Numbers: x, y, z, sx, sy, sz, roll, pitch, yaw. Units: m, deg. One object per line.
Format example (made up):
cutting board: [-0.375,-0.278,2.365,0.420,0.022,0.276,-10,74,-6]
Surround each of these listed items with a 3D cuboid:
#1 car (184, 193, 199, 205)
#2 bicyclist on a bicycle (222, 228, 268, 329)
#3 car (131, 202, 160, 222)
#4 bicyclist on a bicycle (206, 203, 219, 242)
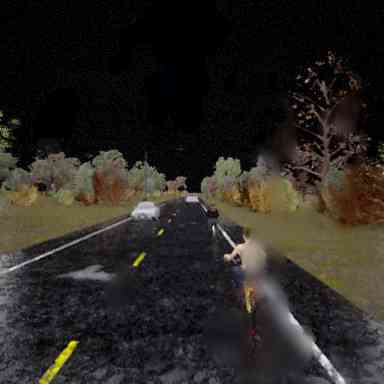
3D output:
car: [0.040,1.257,61.924,2.150,2.045,5.566,0,0,0]
bicyclist on a bicycle: [0.989,1.435,5.967,0.866,1.612,1.509,0,0,0]
car: [-3.594,1.529,26.524,1.812,1.442,4.674,0,0,0]
bicyclist on a bicycle: [0.962,1.369,15.457,0.659,1.776,1.843,0,0,0]
